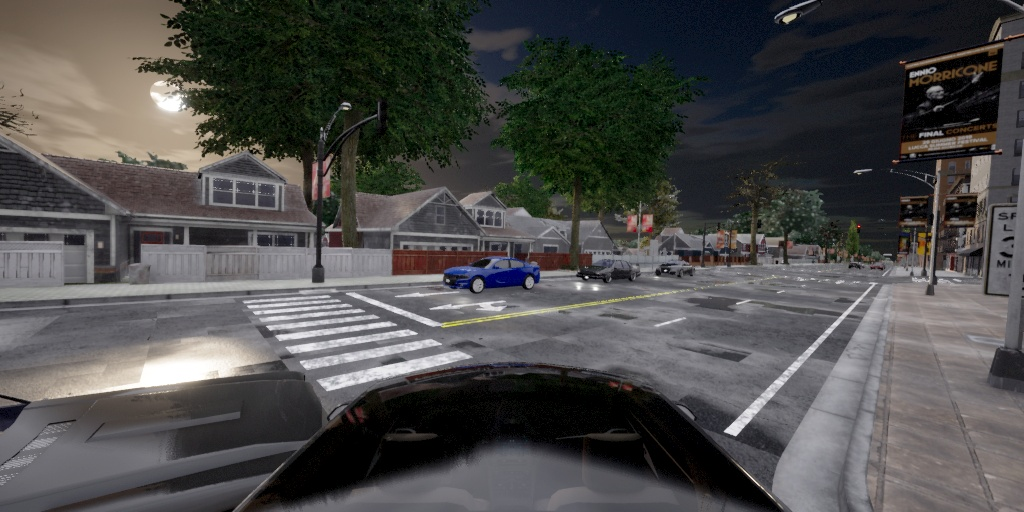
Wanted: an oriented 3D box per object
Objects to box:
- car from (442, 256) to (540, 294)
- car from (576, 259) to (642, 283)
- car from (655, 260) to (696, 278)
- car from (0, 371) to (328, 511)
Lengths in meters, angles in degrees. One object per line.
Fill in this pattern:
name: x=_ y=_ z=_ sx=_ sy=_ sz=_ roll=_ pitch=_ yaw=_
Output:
car: x=-0.831 y=0.775 z=16.637 sx=5.008 sy=1.535 sz=1.882 roll=1 pitch=3 yaw=-43
car: x=6.466 y=0.917 z=23.417 sx=5.357 sy=1.411 sz=2.033 roll=1 pitch=2 yaw=-43
car: x=13.796 y=1.009 z=30.199 sx=4.181 sy=1.385 sz=1.994 roll=1 pitch=2 yaw=-43
car: x=-3.321 y=1.275 z=1.497 sx=4.718 sy=1.301 sz=1.895 roll=1 pitch=2 yaw=-33
